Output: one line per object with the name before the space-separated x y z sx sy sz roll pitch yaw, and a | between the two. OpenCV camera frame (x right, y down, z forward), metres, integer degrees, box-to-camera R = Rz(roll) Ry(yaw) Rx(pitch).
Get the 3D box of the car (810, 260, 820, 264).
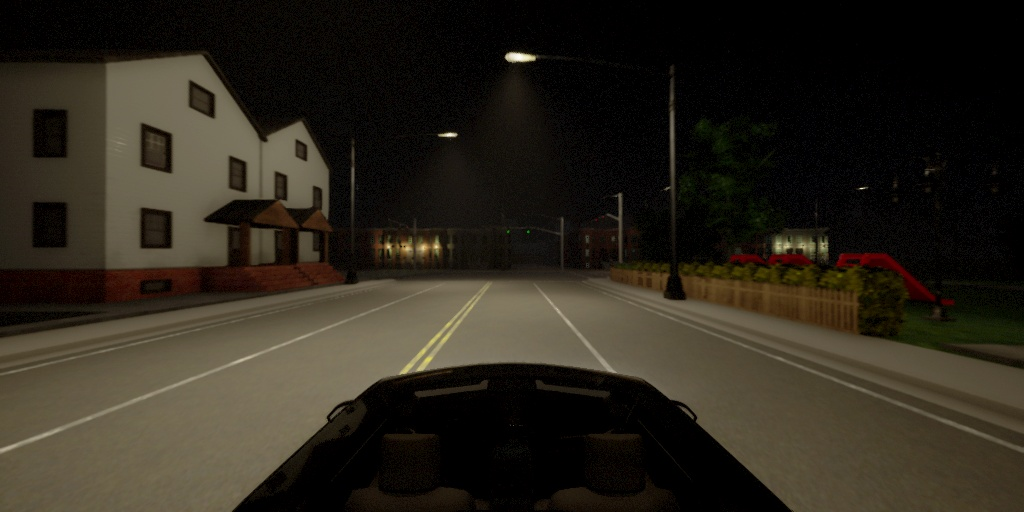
car | 35.438 1.283 44.036 4.553 1.767 2.097 0 0 0
